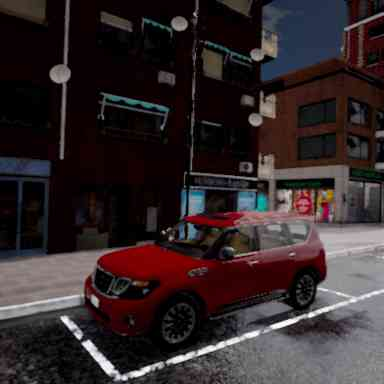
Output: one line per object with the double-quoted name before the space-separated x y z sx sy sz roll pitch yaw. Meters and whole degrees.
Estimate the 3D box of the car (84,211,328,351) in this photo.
"car" 0.590 1.354 6.486 5.009 1.841 2.192 1 1 -35
